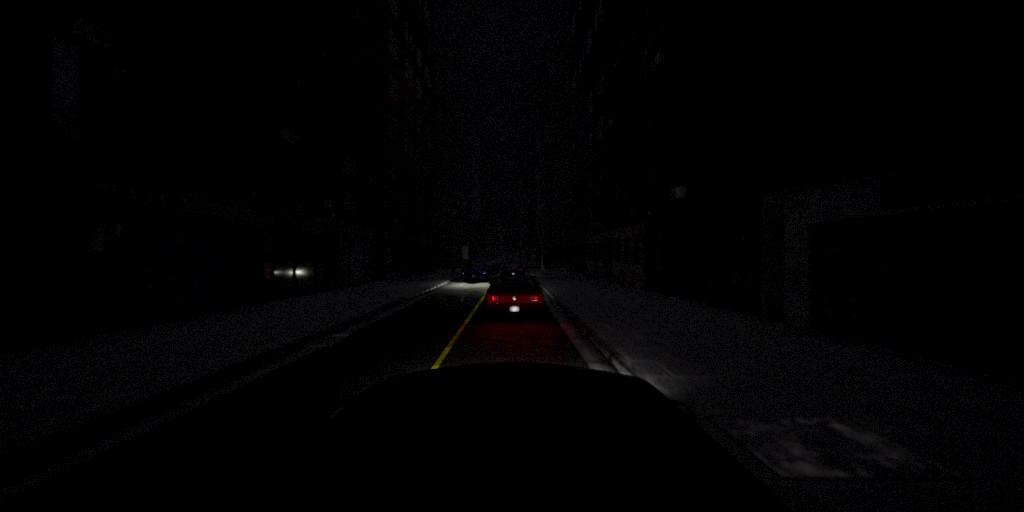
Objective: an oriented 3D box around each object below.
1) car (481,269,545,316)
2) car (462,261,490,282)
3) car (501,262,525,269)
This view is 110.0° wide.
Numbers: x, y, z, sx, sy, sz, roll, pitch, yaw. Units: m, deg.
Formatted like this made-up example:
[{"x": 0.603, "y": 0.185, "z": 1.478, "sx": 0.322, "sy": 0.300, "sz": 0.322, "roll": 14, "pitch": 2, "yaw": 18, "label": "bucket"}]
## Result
[{"x": 0.090, "y": 1.336, "z": 13.273, "sx": 1.895, "sy": 1.301, "sz": 4.718, "roll": 0, "pitch": 0, "yaw": 0, "label": "car"}, {"x": -2.848, "y": 1.194, "z": 28.884, "sx": 1.882, "sy": 1.535, "sz": 5.008, "roll": 0, "pitch": 0, "yaw": 0, "label": "car"}, {"x": 0.090, "y": 1.193, "z": 29.540, "sx": 1.882, "sy": 1.535, "sz": 5.008, "roll": 0, "pitch": 0, "yaw": 0, "label": "car"}]
